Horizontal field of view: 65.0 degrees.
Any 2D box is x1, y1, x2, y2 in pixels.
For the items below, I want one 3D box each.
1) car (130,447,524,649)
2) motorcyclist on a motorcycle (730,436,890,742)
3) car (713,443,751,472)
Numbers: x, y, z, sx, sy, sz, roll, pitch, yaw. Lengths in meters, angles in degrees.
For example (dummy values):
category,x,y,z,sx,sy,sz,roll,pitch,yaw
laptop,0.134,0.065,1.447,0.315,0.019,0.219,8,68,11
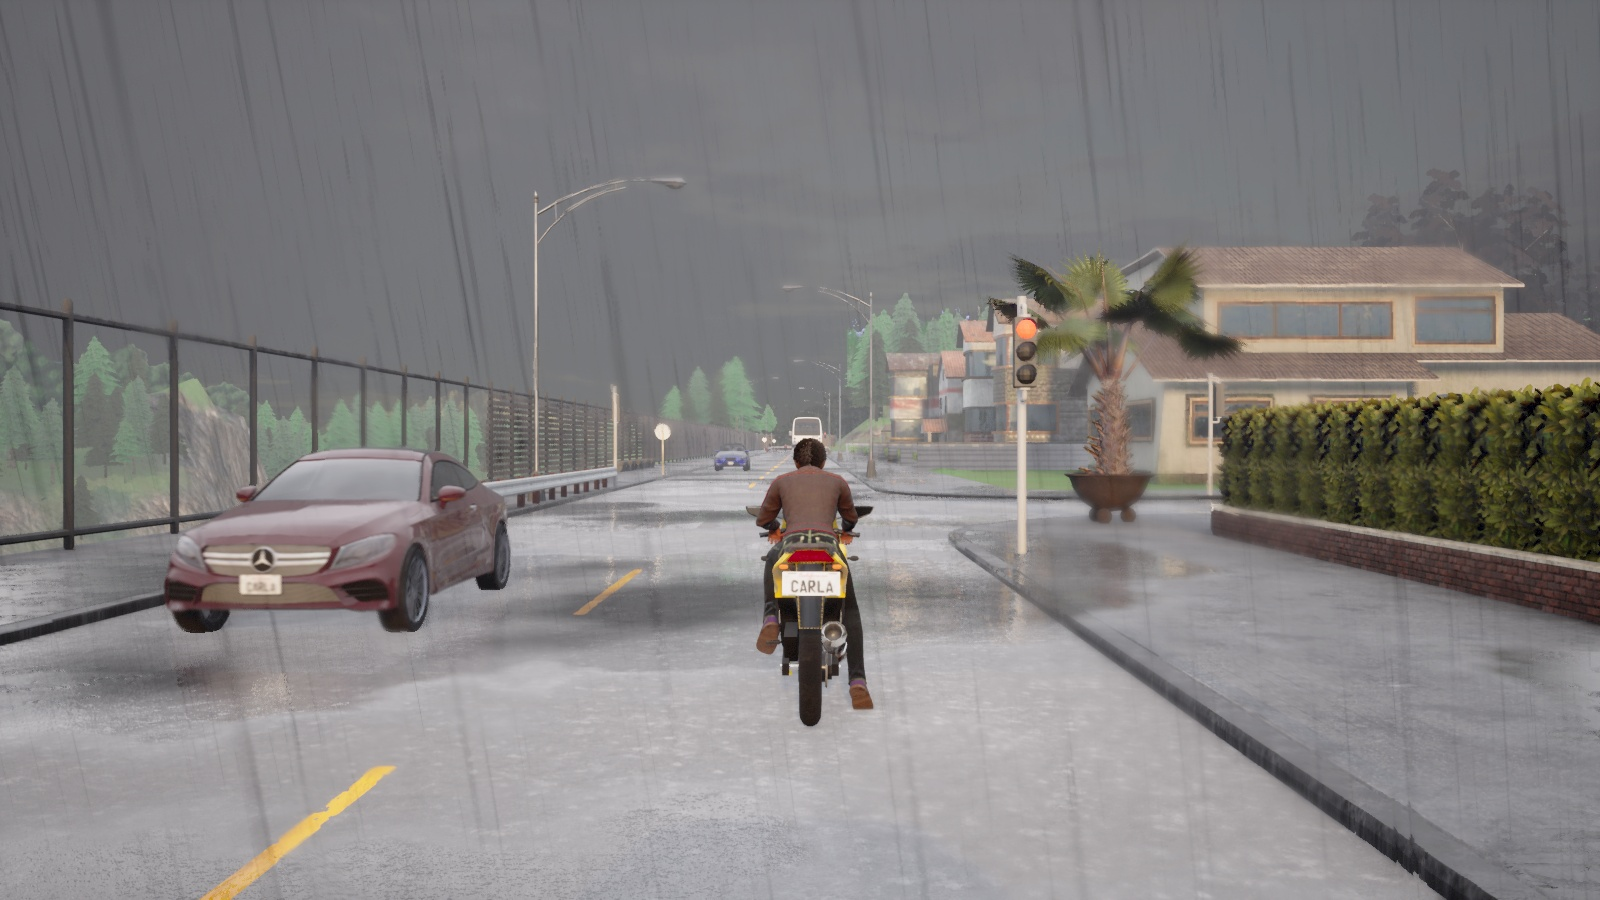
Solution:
category,x,y,z,sx,sy,sz,roll,pitch,yaw
car,-3.930,0.705,11.407,1.812,1.442,4.674,0,0,0
motorcyclist on a motorcycle,0.056,0.688,7.269,0.797,1.523,2.044,0,0,0
car,-3.608,0.378,67.140,1.816,1.474,4.193,0,0,0
